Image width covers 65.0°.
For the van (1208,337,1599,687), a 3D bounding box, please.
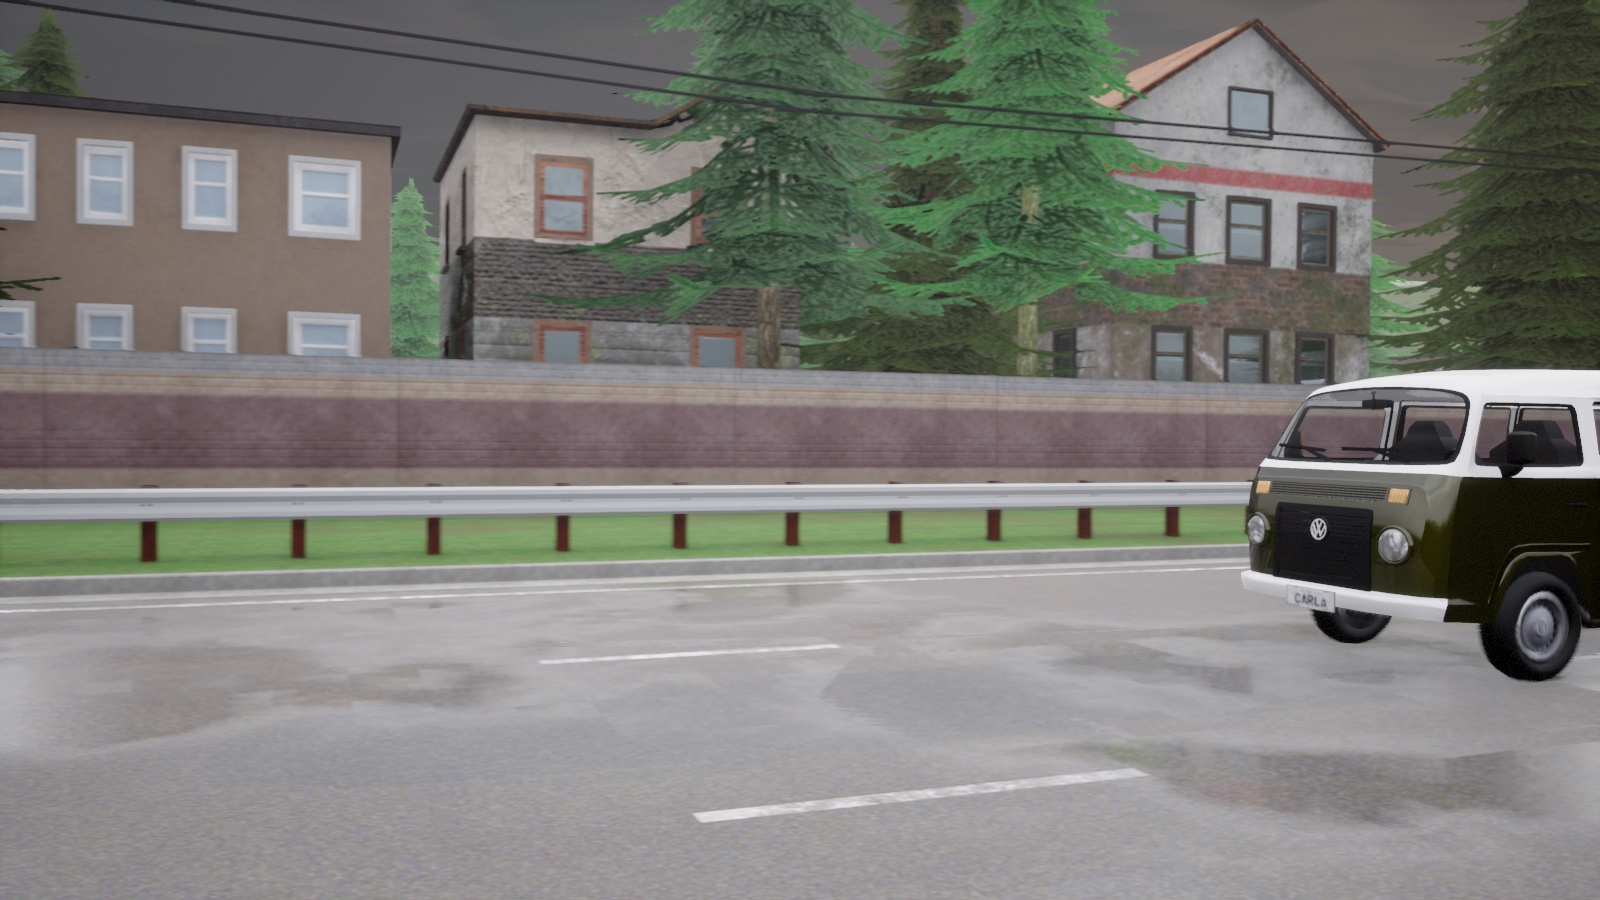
[{"bbox_3d":[5.468,0.315,9.055,4.480,2.038,2.069,-1,1,-21],"label":"van"}]
